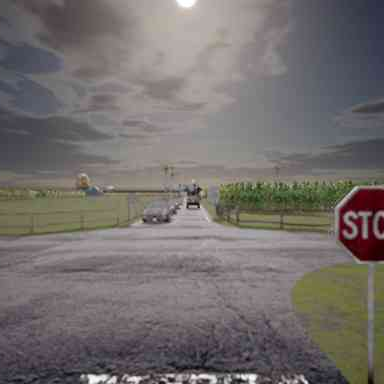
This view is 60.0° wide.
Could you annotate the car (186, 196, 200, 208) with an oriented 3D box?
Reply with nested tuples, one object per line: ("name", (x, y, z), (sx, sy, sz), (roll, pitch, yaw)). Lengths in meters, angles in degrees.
("car", (0.195, 1.622, 56.156), (2.150, 2.045, 5.566), (0, 0, 0))

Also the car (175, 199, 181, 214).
("car", (-2.779, 1.840, 39.885), (2.033, 1.411, 5.357), (0, 0, 0))

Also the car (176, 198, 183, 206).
("car", (-2.756, 1.868, 50.141), (1.837, 1.490, 4.892), (0, -1, 0))

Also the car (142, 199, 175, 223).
("car", (-2.839, 1.558, 27.731), (2.097, 1.767, 4.553), (0, 0, 1))
